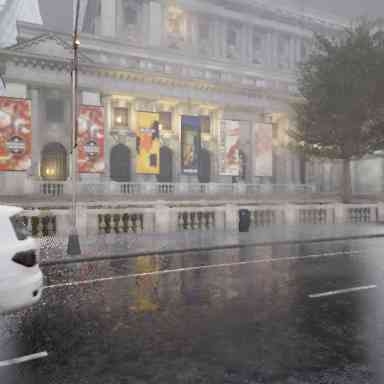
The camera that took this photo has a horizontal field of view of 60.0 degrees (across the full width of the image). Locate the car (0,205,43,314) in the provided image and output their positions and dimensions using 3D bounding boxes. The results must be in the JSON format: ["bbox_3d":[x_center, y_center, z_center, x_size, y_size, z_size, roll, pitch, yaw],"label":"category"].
[{"bbox_3d":[-5.071,1.219,4.524,5.566,2.045,2.150,0,0,-35],"label":"car"}]
